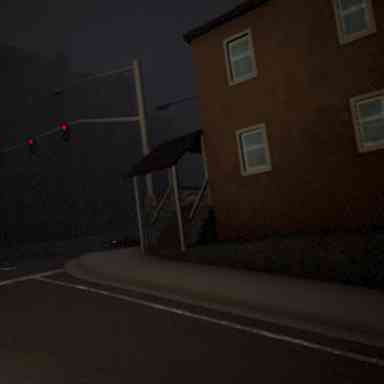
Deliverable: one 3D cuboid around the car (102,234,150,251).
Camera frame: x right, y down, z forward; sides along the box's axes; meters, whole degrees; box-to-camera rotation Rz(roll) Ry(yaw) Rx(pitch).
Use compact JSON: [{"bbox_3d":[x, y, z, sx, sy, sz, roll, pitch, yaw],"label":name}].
[{"bbox_3d":[-5.520,4.320,28.479,1.812,1.442,4.674,-11,-14,34],"label":"car"}]
